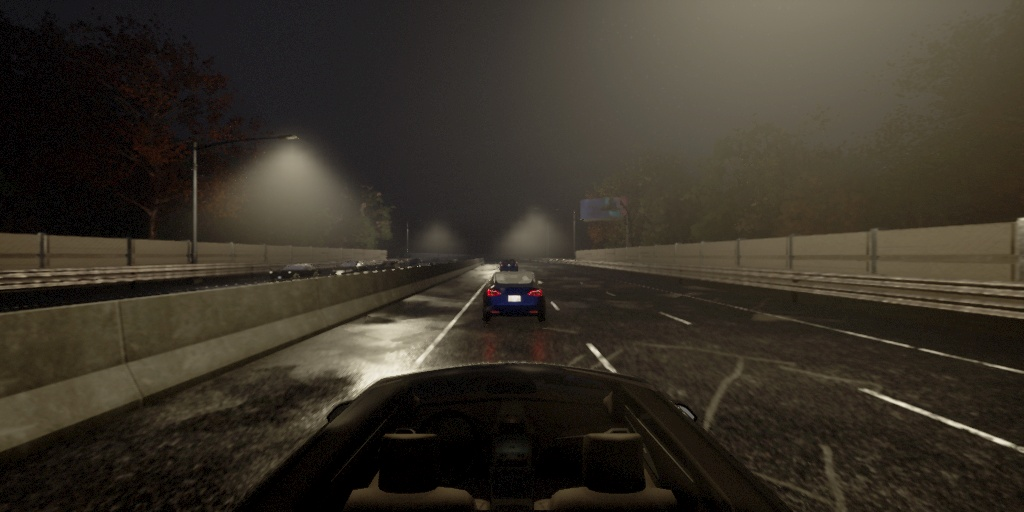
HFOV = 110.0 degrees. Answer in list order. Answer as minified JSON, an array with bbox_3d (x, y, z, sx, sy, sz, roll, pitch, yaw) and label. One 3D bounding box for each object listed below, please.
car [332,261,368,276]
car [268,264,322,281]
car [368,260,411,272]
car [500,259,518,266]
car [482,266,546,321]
[{"bbox_3d":[-14.372,1.234,32.295,2.128,1.511,4.902,0,0,-1],"label":"car"},{"bbox_3d":[-17.830,1.345,29.676,1.895,1.301,4.718,0,0,-1],"label":"car"},{"bbox_3d":[-10.869,1.246,32.132,1.837,1.490,4.892,0,0,-1],"label":"car"},{"bbox_3d":[-0.379,1.085,42.349,2.097,1.767,4.553,0,0,-1],"label":"car"},{"bbox_3d":[0.057,1.250,12.534,2.163,1.488,4.792,0,0,0],"label":"car"}]
